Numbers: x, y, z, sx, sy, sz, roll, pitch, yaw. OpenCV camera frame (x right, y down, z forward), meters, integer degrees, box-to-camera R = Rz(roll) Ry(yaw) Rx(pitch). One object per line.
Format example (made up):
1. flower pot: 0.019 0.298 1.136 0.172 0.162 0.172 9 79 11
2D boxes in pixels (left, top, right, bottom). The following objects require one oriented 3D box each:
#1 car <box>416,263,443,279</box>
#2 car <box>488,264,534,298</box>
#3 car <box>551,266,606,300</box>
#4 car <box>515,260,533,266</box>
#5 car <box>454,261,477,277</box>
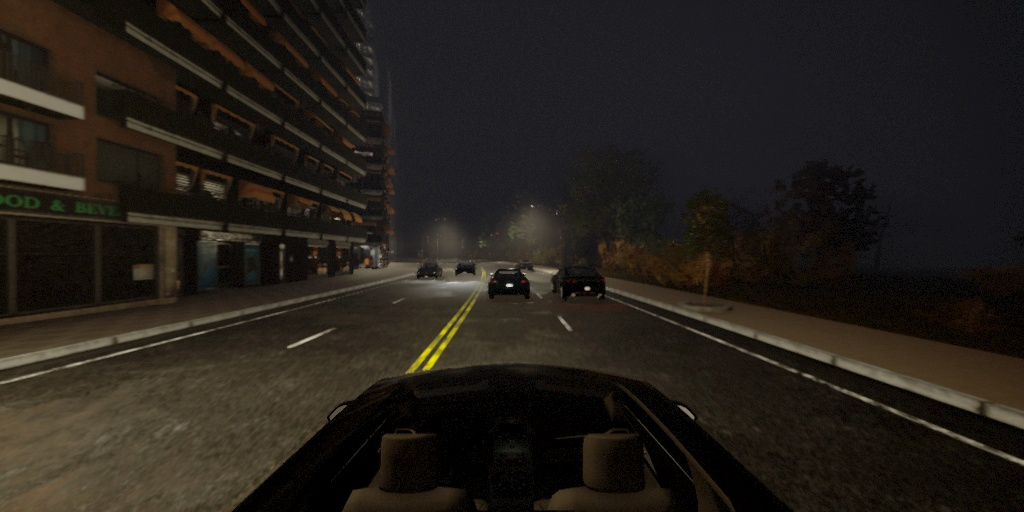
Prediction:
1. car: -7.498 1.364 33.199 2.033 1.411 5.357 0 0 -4
2. car: -0.183 1.310 18.351 1.994 1.385 4.181 0 0 -2
3. car: 3.090 1.214 17.523 1.882 1.535 5.008 0 0 -2
4. car: 1.514 1.230 44.349 1.837 1.490 4.892 0 0 -5
5. car: -4.253 1.155 33.377 1.895 1.301 4.718 0 0 -4
